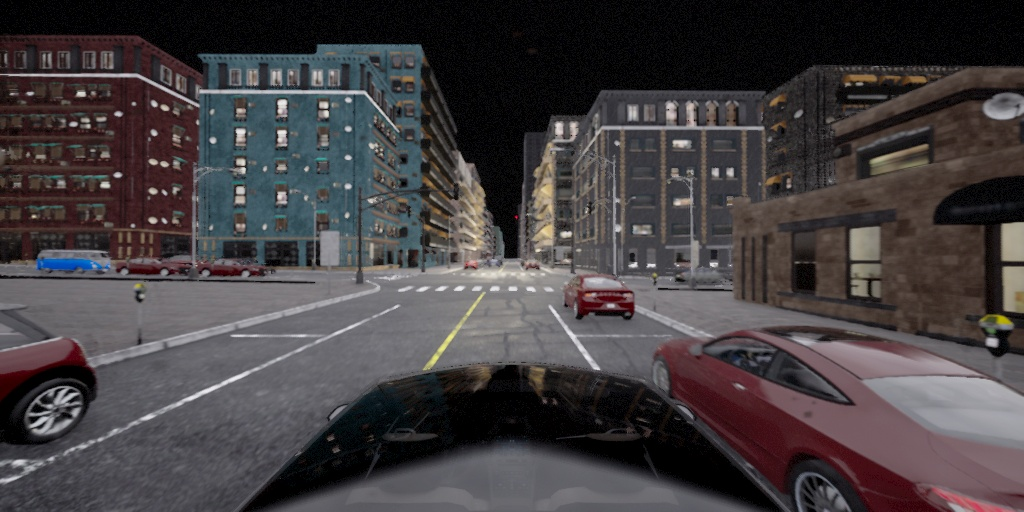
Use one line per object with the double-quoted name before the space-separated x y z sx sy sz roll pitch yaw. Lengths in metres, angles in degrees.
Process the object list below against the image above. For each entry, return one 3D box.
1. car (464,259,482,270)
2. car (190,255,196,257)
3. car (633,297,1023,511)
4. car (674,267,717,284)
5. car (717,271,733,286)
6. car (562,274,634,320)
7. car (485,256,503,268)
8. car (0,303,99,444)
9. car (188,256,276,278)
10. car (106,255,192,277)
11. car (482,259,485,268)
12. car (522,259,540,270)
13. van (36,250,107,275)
"car" -5.792 1.259 51.171 1.888 1.381 4.507 0 0 0
"car" -21.930 0.896 28.537 5.357 1.411 2.033 1 0 -1
"car" 2.821 1.331 3.478 1.802 1.307 4.207 0 0 0
"car" 15.384 1.599 28.900 4.181 1.385 1.994 1 0 -1
"car" 17.931 1.611 26.229 4.403 1.370 2.007 0 0 -1
"car" 2.818 1.285 12.480 1.888 1.381 4.507 0 0 0
"car" -3.046 1.238 61.142 1.812 1.442 4.674 0 0 1
"car" -5.819 1.189 2.376 1.967 1.591 4.097 0 0 0
"car" -20.015 0.889 25.791 4.507 1.381 1.888 0 0 -1
"car" -25.697 0.782 25.813 4.507 1.381 1.888 0 0 -1
"car" -5.704 1.263 61.273 2.007 1.370 4.403 0 0 0
"car" 2.791 1.155 49.951 1.967 1.591 4.097 0 0 0
"van" -31.383 0.471 25.760 3.998 1.789 1.690 0 0 -1
